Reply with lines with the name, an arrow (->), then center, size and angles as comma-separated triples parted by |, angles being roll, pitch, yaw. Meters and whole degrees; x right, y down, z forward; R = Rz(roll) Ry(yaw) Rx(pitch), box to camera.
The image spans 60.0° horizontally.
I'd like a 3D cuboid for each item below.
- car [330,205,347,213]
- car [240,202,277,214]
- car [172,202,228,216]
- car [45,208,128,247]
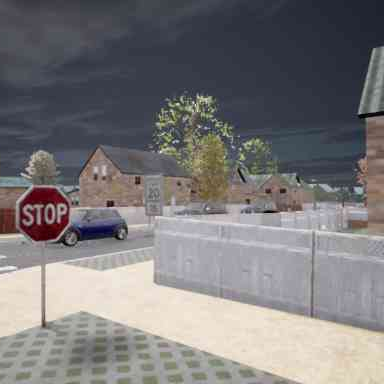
car -> 22.634, 2.745, 51.243 | 1.882, 1.535, 5.008 | -1, -2, 35
car -> 6.994, 2.013, 34.343 | 2.150, 2.045, 5.566 | -1, -2, 36
car -> 0.740, 1.767, 25.570 | 2.150, 2.045, 5.566 | -1, -2, 35
car -> -5.474, 1.657, 16.922 | 2.097, 1.767, 4.553 | -1, -2, 37
